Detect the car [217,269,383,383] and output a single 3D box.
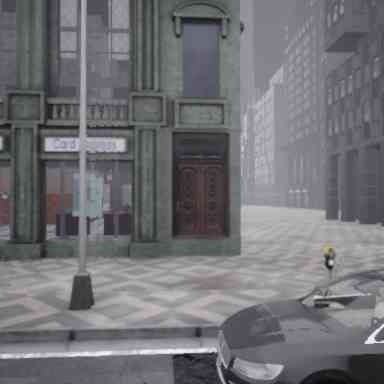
[{"bbox_3d":[2.495,1.632,3.867,4.403,1.369,2.008,0,-1,-4],"label":"car"}]
